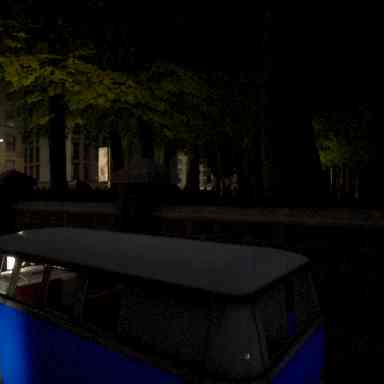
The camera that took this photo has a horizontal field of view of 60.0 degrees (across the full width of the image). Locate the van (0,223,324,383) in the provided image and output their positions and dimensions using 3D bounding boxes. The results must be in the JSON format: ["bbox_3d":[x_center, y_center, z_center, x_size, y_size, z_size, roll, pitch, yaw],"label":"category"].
[{"bbox_3d":[-0.749,1.341,3.395,3.998,1.788,1.690,0,0,36],"label":"van"}]
